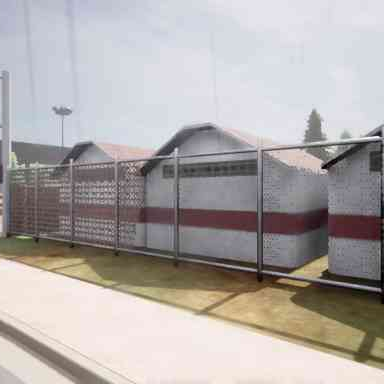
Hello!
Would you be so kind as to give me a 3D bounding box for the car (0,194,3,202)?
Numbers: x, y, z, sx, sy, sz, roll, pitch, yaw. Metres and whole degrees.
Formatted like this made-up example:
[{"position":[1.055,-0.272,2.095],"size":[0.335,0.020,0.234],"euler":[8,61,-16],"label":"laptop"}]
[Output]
[{"position":[-22.535,1.222,39.964],"size":[2.150,2.045,5.566],"euler":[0,0,37],"label":"car"}]
